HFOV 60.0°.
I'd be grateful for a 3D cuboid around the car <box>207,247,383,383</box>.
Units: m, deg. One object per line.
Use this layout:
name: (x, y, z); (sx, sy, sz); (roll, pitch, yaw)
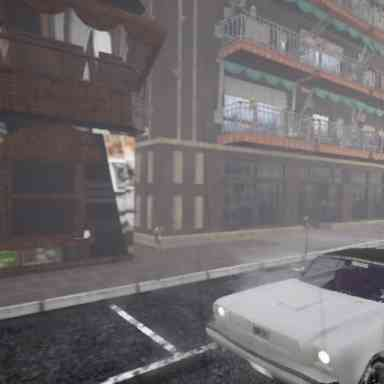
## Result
car: (2.532, 1.597, 4.879); (4.718, 1.301, 1.895); (0, 0, -36)
